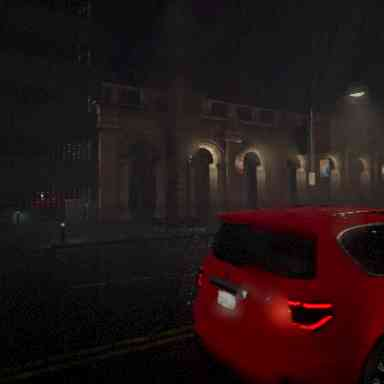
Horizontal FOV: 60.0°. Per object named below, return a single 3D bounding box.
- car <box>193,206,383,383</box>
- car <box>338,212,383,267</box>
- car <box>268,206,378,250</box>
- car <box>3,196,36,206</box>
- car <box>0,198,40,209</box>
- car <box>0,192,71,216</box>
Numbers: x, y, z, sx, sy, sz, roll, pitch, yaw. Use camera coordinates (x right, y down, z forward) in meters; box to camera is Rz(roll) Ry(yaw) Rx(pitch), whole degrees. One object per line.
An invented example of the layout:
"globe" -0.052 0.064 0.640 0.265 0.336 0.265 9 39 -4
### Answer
"car" 2.689 1.222 4.782 5.566 2.045 2.150 0 0 -30
"car" 7.592 1.506 11.821 4.892 1.490 1.837 0 0 -30
"car" 5.939 1.479 14.907 5.008 1.535 1.882 0 0 -30
"car" -28.264 1.417 54.497 4.786 1.482 2.161 0 0 -30
"car" -22.917 1.466 44.194 4.718 1.301 1.895 0 0 -30
"car" -13.087 1.031 28.500 5.566 2.045 2.435 0 0 -30
